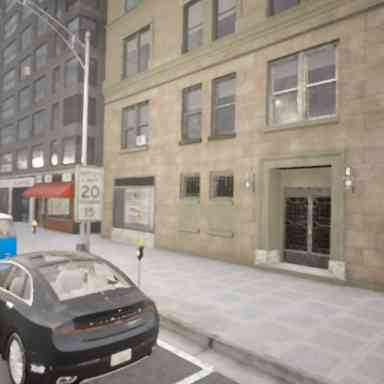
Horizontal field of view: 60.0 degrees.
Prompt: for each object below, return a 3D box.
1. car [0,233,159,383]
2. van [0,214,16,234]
[{"bbox_3d":[-2.329,1.619,5.297,2.008,1.369,4.403,2,-2,-45],"label":"car"},{"bbox_3d":[-6.327,1.402,9.334,1.690,1.788,3.998,2,-2,-45],"label":"van"}]
